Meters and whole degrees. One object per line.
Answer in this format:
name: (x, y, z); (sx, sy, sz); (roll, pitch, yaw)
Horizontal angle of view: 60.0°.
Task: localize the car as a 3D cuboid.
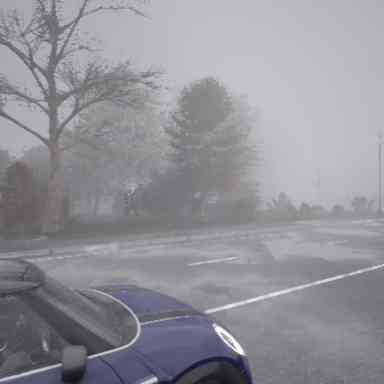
car: (-1.648, 1.353, 2.590); (4.553, 1.767, 2.097); (0, 0, -35)
